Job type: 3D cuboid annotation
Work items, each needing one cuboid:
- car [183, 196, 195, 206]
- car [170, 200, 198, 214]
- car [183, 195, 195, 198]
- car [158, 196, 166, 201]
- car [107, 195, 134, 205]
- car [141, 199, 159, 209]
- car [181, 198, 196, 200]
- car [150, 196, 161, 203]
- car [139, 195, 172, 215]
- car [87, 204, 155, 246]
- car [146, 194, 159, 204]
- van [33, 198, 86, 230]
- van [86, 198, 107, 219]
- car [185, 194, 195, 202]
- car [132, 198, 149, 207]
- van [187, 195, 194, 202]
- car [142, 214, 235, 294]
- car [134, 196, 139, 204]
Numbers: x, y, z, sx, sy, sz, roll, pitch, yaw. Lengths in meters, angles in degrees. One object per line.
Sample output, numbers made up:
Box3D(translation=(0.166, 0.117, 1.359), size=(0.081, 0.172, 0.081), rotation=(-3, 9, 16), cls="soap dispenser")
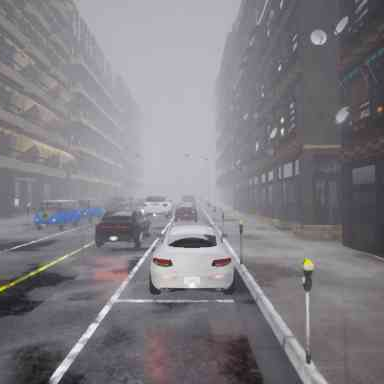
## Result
Box3D(translation=(-0.470, 1.553, 59.411), size=(1.967, 1.590, 4.097), rotation=(1, 0, 0), cls="car")
Box3D(translation=(-0.437, 1.572, 26.224), size=(1.887, 1.381, 4.507), rotation=(1, 0, 0), cls="car")
Box3D(translation=(-0.427, 1.490, 37.286), size=(1.967, 1.590, 4.097), rotation=(1, 0, 0), cls="car")
Box3D(translation=(-8.321, 1.847, 92.652), size=(1.802, 1.307, 4.206), rotation=(1, 0, 0), cls="car")
Box3D(translation=(-8.312, 1.365, 37.346), size=(2.192, 1.841, 5.009), rotation=(1, 0, 0), cls="car")
Box3D(translation=(-5.773, 1.673, 46.555), size=(1.895, 1.301, 4.718), rotation=(0, 0, 0), cls="car")
Box3D(translation=(-0.437, 1.582, 31.754), size=(1.887, 1.381, 4.507), rotation=(1, 0, 0), cls="car")
Box3D(translation=(-8.320, 1.725, 76.059), size=(1.887, 1.381, 4.507), rotation=(1, 0, 0), cls="car")
Box3D(translation=(-3.021, 1.250, 29.920), size=(2.150, 2.045, 5.566), rotation=(0, 0, 0), cls="car")
Box3D(translation=(-3.017, 1.519, 15.218), size=(1.837, 1.490, 4.892), rotation=(0, 0, 0), cls="car")
Box3D(translation=(-8.314, 1.471, 70.528), size=(2.192, 1.841, 5.009), rotation=(1, 0, 0), cls="car")
Box3D(translation=(-8.311, 1.358, 20.753), size=(1.690, 1.788, 3.998), rotation=(2, 0, 0), cls="van")
Box3D(translation=(-8.312, 1.368, 26.285), size=(1.690, 1.788, 3.998), rotation=(1, 0, 0), cls="van")
Box3D(translation=(-0.469, 1.521, 81.536), size=(2.192, 1.841, 5.009), rotation=(1, 0, 0), cls="car")
Box3D(translation=(-8.319, 1.660, 53.938), size=(1.947, 1.339, 4.313), rotation=(1, 0, 0), cls="car")
Box3D(translation=(-0.470, 1.575, 87.068), size=(1.690, 1.788, 3.998), rotation=(1, 0, 0), cls="van")
Box3D(translation=(0.003, 1.530, 8.653), size=(1.812, 1.442, 4.674), rotation=(0, 0, 0), cls="car")
Box3D(translation=(-8.312, 1.379, 42.876), size=(2.192, 1.841, 5.009), rotation=(1, 0, 0), cls="car")
